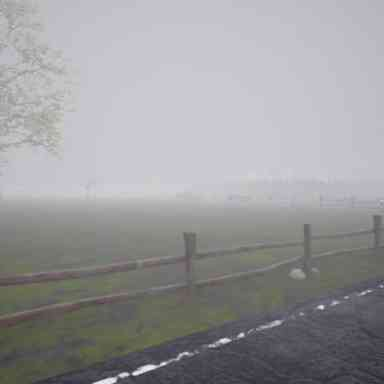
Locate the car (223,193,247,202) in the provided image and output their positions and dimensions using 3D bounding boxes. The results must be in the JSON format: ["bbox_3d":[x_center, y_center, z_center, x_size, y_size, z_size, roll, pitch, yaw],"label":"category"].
[{"bbox_3d":[7.375,0.935,57.909,1.837,1.490,4.892,1,1,-35],"label":"car"}]

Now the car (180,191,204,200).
[{"bbox_3d":[0.282,0.915,63.031,1.895,1.301,4.718,1,0,-36],"label":"car"}]

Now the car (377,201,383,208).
[{"bbox_3d":[22.857,1.228,36.339,1.812,1.442,4.674,1,0,-36],"label":"car"}]

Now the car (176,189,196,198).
[{"bbox_3d":[-1.096,0.487,69.669,2.150,2.045,5.566,1,0,-36],"label":"car"}]
